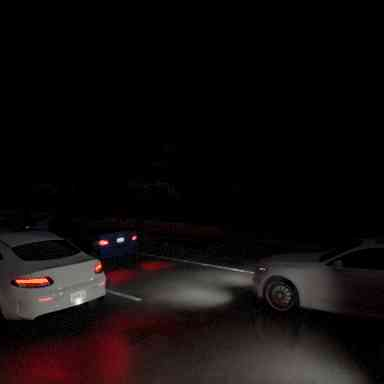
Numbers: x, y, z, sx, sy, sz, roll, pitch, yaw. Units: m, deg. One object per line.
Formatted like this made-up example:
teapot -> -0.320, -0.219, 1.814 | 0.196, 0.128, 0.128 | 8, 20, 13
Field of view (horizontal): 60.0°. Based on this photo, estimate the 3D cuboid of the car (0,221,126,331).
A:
car -> -3.677, 1.455, 6.651 | 4.674, 1.442, 1.812 | 1, 1, 36

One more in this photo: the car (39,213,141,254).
car -> -4.149, 1.430, 11.310 | 5.357, 1.411, 2.033 | 1, 1, 36

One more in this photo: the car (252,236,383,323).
car -> 3.375, 1.525, 5.885 | 4.674, 1.442, 1.812 | 0, 0, 36
